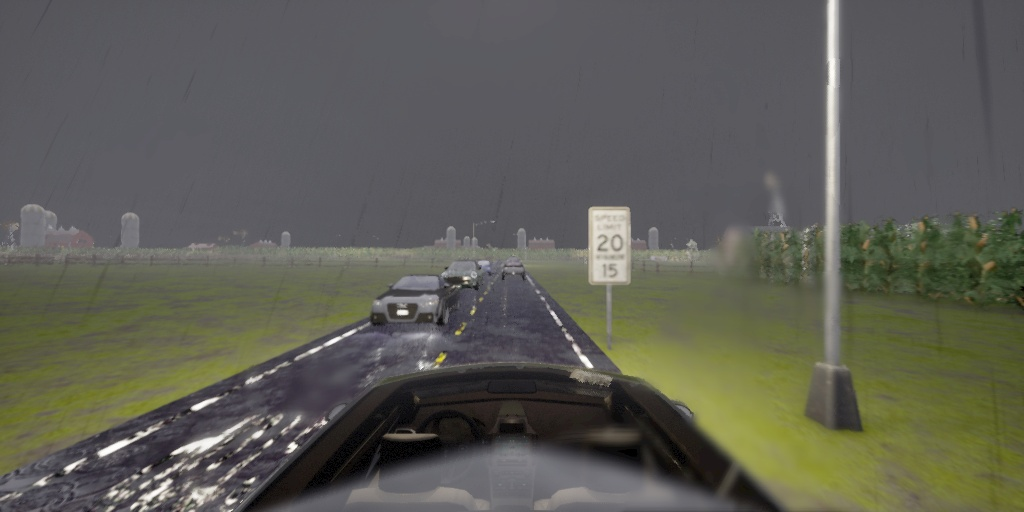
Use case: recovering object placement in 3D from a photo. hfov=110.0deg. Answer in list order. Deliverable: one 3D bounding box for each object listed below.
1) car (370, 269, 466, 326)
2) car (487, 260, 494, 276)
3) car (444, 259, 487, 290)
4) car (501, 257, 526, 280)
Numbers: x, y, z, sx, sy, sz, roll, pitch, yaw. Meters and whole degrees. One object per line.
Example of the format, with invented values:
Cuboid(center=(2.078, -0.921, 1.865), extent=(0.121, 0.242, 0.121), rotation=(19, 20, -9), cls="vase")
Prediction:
Cuboid(center=(-2.839, 1.266, 11.307), extent=(1.994, 1.385, 4.181), rotation=(0, 0, 0), cls="car")
Cuboid(center=(-2.769, 1.102, 34.326), extent=(1.812, 1.442, 4.674), rotation=(0, 0, 1), cls="car")
Cuboid(center=(-2.830, 1.003, 21.203), extent=(2.097, 1.767, 4.553), rotation=(0, 0, 0), cls="car")
Cuboid(center=(0.117, 1.095, 29.537), extent=(2.128, 1.511, 4.902), rotation=(0, 0, 0), cls="car")
